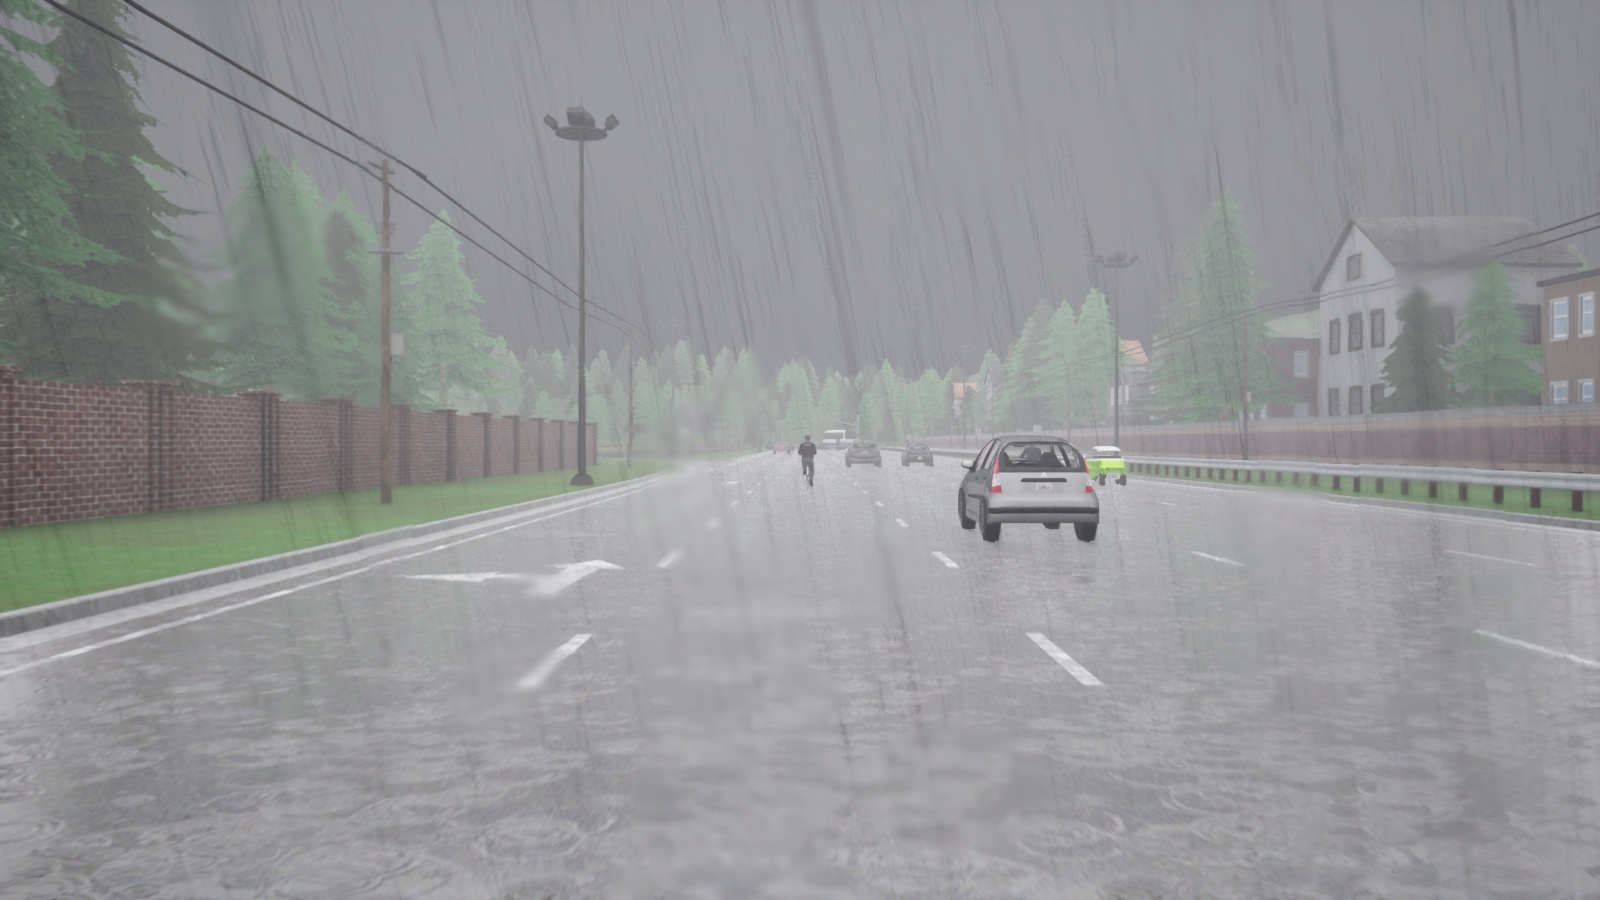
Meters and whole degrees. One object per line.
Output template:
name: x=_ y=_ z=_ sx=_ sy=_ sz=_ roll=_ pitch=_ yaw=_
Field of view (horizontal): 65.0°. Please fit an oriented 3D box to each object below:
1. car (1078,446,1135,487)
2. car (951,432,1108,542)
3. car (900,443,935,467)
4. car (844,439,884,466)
car: x=10.768 y=0.561 z=44.169 sx=1.481 sy=1.376 sz=2.207 roll=0 pitch=1 yaw=0
car: x=3.633 y=0.532 z=20.552 sx=1.851 sy=1.617 sz=3.988 roll=0 pitch=0 yaw=0
car: x=7.473 y=0.314 z=80.155 sx=1.816 sy=1.474 sz=4.193 roll=0 pitch=0 yaw=0
car: x=3.964 y=0.150 z=78.544 sx=2.242 sy=1.667 sz=4.611 roll=0 pitch=0 yaw=0
